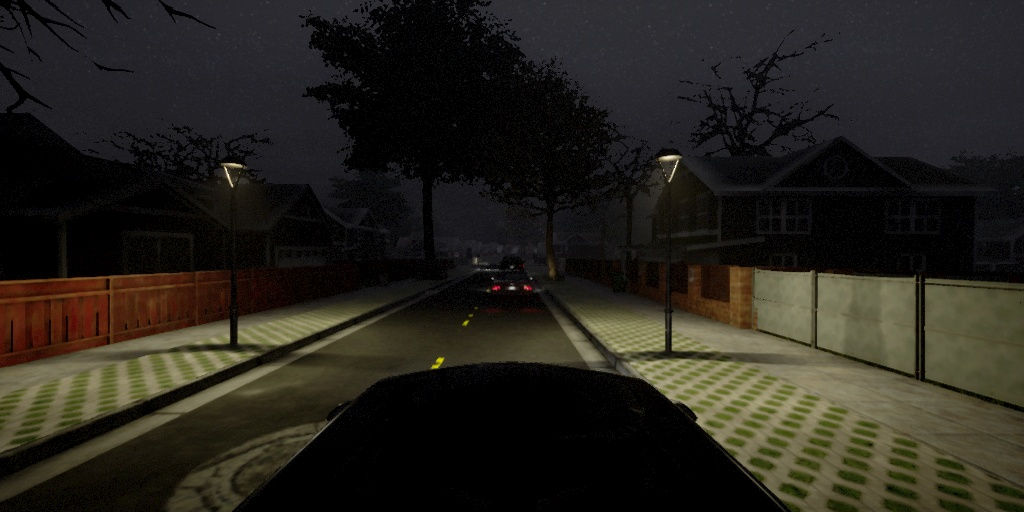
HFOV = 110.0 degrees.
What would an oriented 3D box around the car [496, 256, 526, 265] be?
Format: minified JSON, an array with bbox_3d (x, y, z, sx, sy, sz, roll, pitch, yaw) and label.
[{"bbox_3d":[0.000,0.990,31.533,2.150,2.045,5.566,0,0,0],"label":"car"}]

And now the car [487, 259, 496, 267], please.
[{"bbox_3d":[-2.750,1.257,54.507,1.812,1.442,4.674,0,0,0],"label":"car"}]

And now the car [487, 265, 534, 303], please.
[{"bbox_3d":[0.000,1.306,16.503,2.033,1.411,5.357,0,0,0],"label":"car"}]
